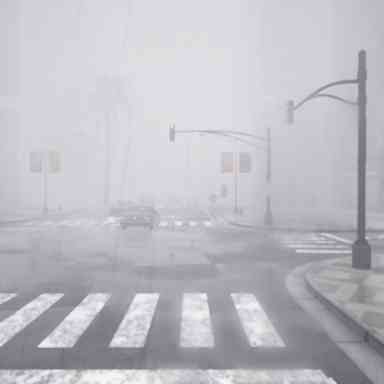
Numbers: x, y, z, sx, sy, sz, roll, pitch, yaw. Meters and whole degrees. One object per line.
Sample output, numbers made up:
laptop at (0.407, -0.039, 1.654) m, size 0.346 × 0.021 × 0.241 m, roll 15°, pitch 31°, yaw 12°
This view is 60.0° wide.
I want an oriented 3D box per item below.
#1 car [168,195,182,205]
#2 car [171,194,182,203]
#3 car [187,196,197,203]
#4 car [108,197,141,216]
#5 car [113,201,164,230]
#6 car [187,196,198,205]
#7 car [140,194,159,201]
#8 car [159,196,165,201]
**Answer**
car at (-3.224, 1.432, 60.166) m, size 2.097 × 1.767 × 4.553 m, roll 0°, pitch 0°, yaw 0°
car at (-3.219, 1.392, 70.201) m, size 2.097 × 1.767 × 4.553 m, roll 0°, pitch 0°, yaw 0°
car at (0.031, 1.577, 70.228) m, size 2.033 × 1.411 × 5.357 m, roll 0°, pitch 0°, yaw 0°
car at (-6.584, 1.514, 32.139) m, size 2.033 × 1.411 × 5.357 m, roll 0°, pitch 0°, yaw 0°
car at (-3.136, 1.507, 20.851) m, size 2.033 × 1.411 × 5.357 m, roll 0°, pitch 0°, yaw 0°
car at (0.074, 1.678, 59.789) m, size 1.895 × 1.301 × 4.718 m, roll 0°, pitch 0°, yaw 1°
car at (-6.568, 1.235, 48.297) m, size 2.150 × 2.045 × 5.566 m, roll 0°, pitch 0°, yaw 0°
car at (-6.471, 1.515, 65.196) m, size 1.895 × 1.301 × 4.718 m, roll 0°, pitch 0°, yaw 0°
